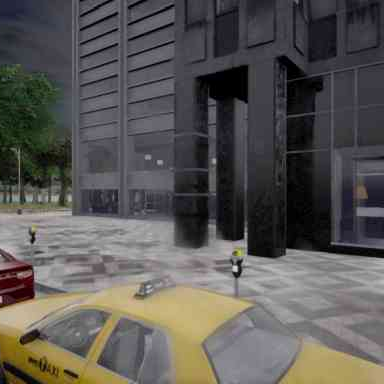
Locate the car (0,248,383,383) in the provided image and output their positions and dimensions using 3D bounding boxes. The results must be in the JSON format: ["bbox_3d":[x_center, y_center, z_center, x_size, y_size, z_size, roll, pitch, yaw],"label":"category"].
[{"bbox_3d":[-0.558,1.525,3.361,4.829,1.417,1.752,0,0,36],"label":"car"}]
